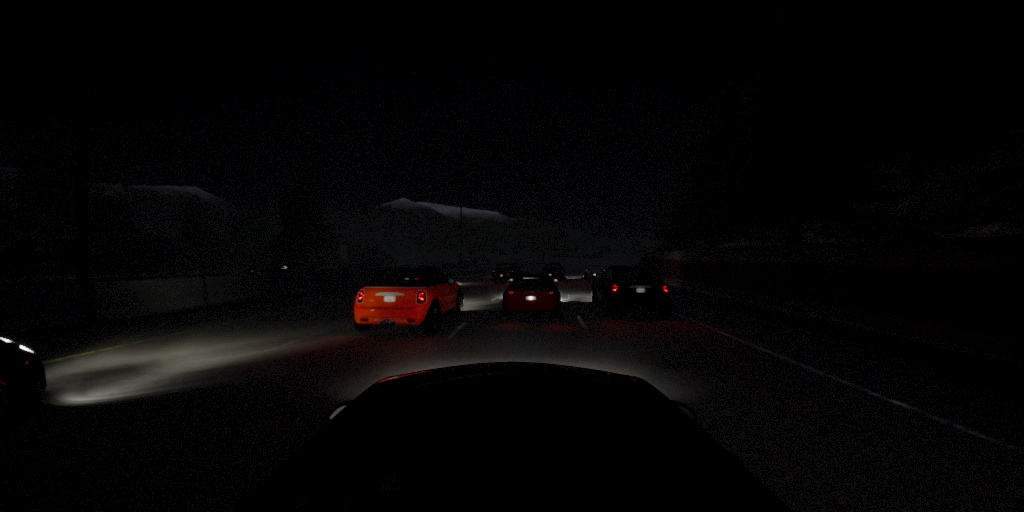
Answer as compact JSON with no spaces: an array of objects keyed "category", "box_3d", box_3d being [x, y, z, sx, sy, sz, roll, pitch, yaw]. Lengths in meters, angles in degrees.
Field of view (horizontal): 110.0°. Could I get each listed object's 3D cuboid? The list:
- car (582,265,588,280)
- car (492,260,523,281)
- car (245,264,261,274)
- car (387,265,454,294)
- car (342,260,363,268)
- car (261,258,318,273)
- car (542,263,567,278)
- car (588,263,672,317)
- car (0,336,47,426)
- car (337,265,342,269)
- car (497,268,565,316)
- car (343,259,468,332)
[{"category":"car","box_3d":[7.394,1.316,31.835,1.812,1.442,4.674,0,0,13]},{"category":"car","box_3d":[-0.328,1.290,29.395,1.812,1.442,4.674,0,0,12]},{"category":"car","box_3d":[-24.163,1.256,35.834,1.994,1.385,4.181,0,0,13]},{"category":"car","box_3d":[-5.307,1.292,21.732,2.033,1.411,5.357,0,0,8]},{"category":"car","box_3d":[-13.739,1.289,34.390,1.994,1.385,4.181,0,0,13]},{"category":"car","box_3d":[-20.904,1.054,34.344,2.097,1.767,4.553,0,0,13]},{"category":"car","box_3d":[3.531,1.303,30.683,1.812,1.442,4.674,0,0,13]},{"category":"car","box_3d":[4.320,1.122,13.607,2.097,1.767,4.553,0,0,5]},{"category":"car","box_3d":[-6.796,1.081,2.475,2.097,1.767,4.553,0,0,0]},{"category":"car","box_3d":[-16.446,1.196,38.187,1.882,1.535,5.008,0,0,14]},{"category":"car","box_3d":[0.794,1.323,13.520,1.994,1.385,4.181,0,0,5]},{"category":"car","box_3d":[-2.927,1.098,11.100,2.097,1.767,4.553,0,0,4]}]
